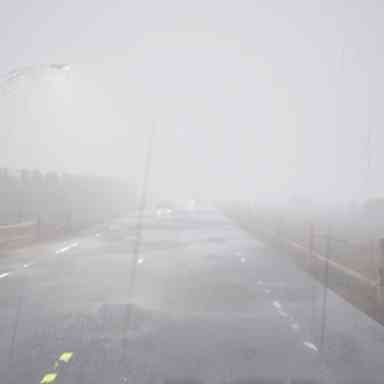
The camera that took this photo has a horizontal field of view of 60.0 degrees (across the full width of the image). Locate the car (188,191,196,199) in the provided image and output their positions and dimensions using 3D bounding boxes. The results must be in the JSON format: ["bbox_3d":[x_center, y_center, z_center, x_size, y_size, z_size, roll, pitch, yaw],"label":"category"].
[{"bbox_3d":[0.016,0.926,81.977,2.128,1.511,4.902,0,1,0],"label":"car"}]

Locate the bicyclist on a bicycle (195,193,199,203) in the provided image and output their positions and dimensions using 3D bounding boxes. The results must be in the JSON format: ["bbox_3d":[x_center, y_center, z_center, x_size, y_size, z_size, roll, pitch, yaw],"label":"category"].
[{"bbox_3d":[0.975,1.100,61.553,0.659,1.776,1.843,0,1,0],"label":"bicyclist on a bicycle"}]

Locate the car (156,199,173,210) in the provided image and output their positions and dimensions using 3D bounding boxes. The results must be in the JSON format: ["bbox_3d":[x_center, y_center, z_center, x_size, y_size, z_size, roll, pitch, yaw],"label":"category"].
[{"bbox_3d":[-3.557,1.577,43.520,1.994,1.385,4.181,0,1,0],"label":"car"}]

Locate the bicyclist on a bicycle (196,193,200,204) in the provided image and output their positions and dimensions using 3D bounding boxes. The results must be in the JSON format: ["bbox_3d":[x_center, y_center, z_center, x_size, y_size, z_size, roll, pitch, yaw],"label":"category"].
[{"bbox_3d":[0.969,1.310,53.094,0.866,1.612,1.509,0,1,0],"label":"bicyclist on a bicycle"}]
